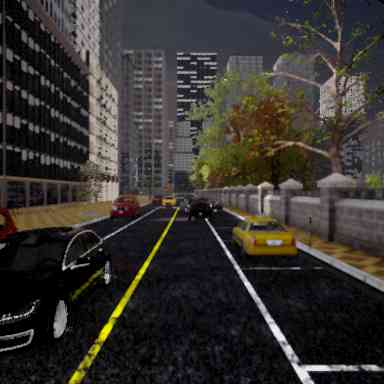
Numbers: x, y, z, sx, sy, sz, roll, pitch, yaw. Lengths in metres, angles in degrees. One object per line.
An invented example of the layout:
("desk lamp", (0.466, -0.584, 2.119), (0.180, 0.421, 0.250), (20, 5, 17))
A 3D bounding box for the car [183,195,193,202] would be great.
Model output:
("car", (-0.955, 1.350, 71.874), (2.033, 1.411, 5.357), (0, 0, -1))

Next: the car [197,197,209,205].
("car", (1.859, 1.531, 56.767), (1.947, 1.339, 4.313), (0, 0, -1))

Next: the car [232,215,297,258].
("car", (2.512, 1.521, 12.549), (1.752, 1.417, 4.829), (0, 0, 0))

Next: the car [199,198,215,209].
("car", (2.043, 1.540, 45.668), (1.947, 1.339, 4.313), (0, 0, -1))

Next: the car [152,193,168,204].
("car", (-6.259, 1.276, 62.282), (2.192, 1.841, 5.009), (0, 0, -1))

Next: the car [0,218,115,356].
("car", (-2.875, 1.503, 6.433), (1.837, 1.490, 4.892), (0, 0, 0))

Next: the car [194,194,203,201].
("car", (1.490, 1.381, 78.963), (1.967, 1.590, 4.097), (0, 0, -1))

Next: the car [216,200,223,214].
("car", (2.228, 1.534, 34.570), (2.008, 1.369, 4.403), (0, 0, -1))

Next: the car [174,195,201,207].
("car", (-0.322, 1.482, 43.230), (1.837, 1.490, 4.892), (0, 0, 16))

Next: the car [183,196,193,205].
("car", (-0.766, 1.488, 60.451), (1.812, 1.442, 4.674), (0, 0, -1))

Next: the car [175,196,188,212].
("car", (-0.148, 1.486, 36.639), (1.837, 1.490, 4.892), (0, 0, -16))

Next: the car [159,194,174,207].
("car", (-3.422, 1.449, 50.260), (1.882, 1.535, 5.008), (0, 0, -1))

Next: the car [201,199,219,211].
("car", (2.136, 1.561, 40.119), (1.802, 1.307, 4.206), (0, 0, -1))

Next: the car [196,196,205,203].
("car", (1.675, 1.536, 67.865), (1.802, 1.307, 4.206), (0, 0, -1))

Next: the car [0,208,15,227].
("car", (-5.479, 1.314, 6.843), (2.192, 1.841, 5.009), (0, 0, 0))

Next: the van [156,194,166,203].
("van", (-6.351, 1.296, 67.822), (1.690, 1.788, 3.998), (0, 0, -1))

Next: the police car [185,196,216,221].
("police car", (0.610, 1.414, 27.024), (1.930, 1.638, 5.238), (0, 0, -1))

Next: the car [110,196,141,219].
("car", (-5.708, 1.303, 29.038), (2.192, 1.841, 5.009), (0, 0, -1))
